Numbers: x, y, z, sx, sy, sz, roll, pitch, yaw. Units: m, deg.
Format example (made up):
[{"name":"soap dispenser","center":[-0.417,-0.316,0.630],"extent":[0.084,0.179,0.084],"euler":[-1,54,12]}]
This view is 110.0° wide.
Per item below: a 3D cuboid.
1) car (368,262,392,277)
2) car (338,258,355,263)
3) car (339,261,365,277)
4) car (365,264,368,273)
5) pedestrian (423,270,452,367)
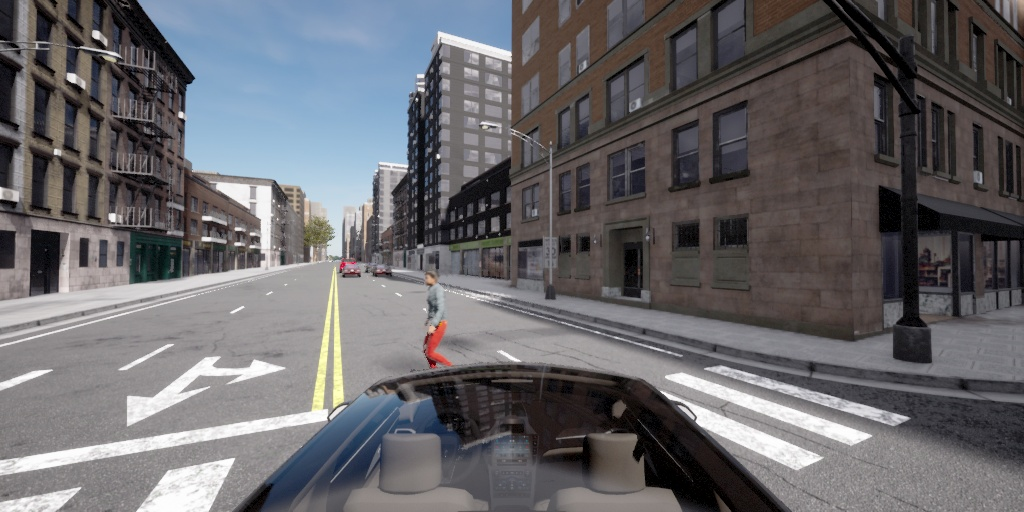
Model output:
[{"name":"car","center":[-15.201,1.641,41.835],"extent":[2.033,1.411,5.357],"euler":[1,-1,-25]},{"name":"car","center":[-22.711,1.348,49.692],"extent":[2.150,2.045,5.566],"euler":[1,-1,-26]},{"name":"car","center":[-18.129,1.605,40.455],"extent":[2.033,1.411,5.357],"euler":[1,-1,-26]},{"name":"car","center":[-20.109,1.659,51.774],"extent":[2.128,1.511,4.902],"euler":[1,-1,-26]},{"name":"pedestrian","center":[-1.188,1.063,5.658],"extent":[0.375,1.860,0.375],"euler":[1,-1,-26]}]
